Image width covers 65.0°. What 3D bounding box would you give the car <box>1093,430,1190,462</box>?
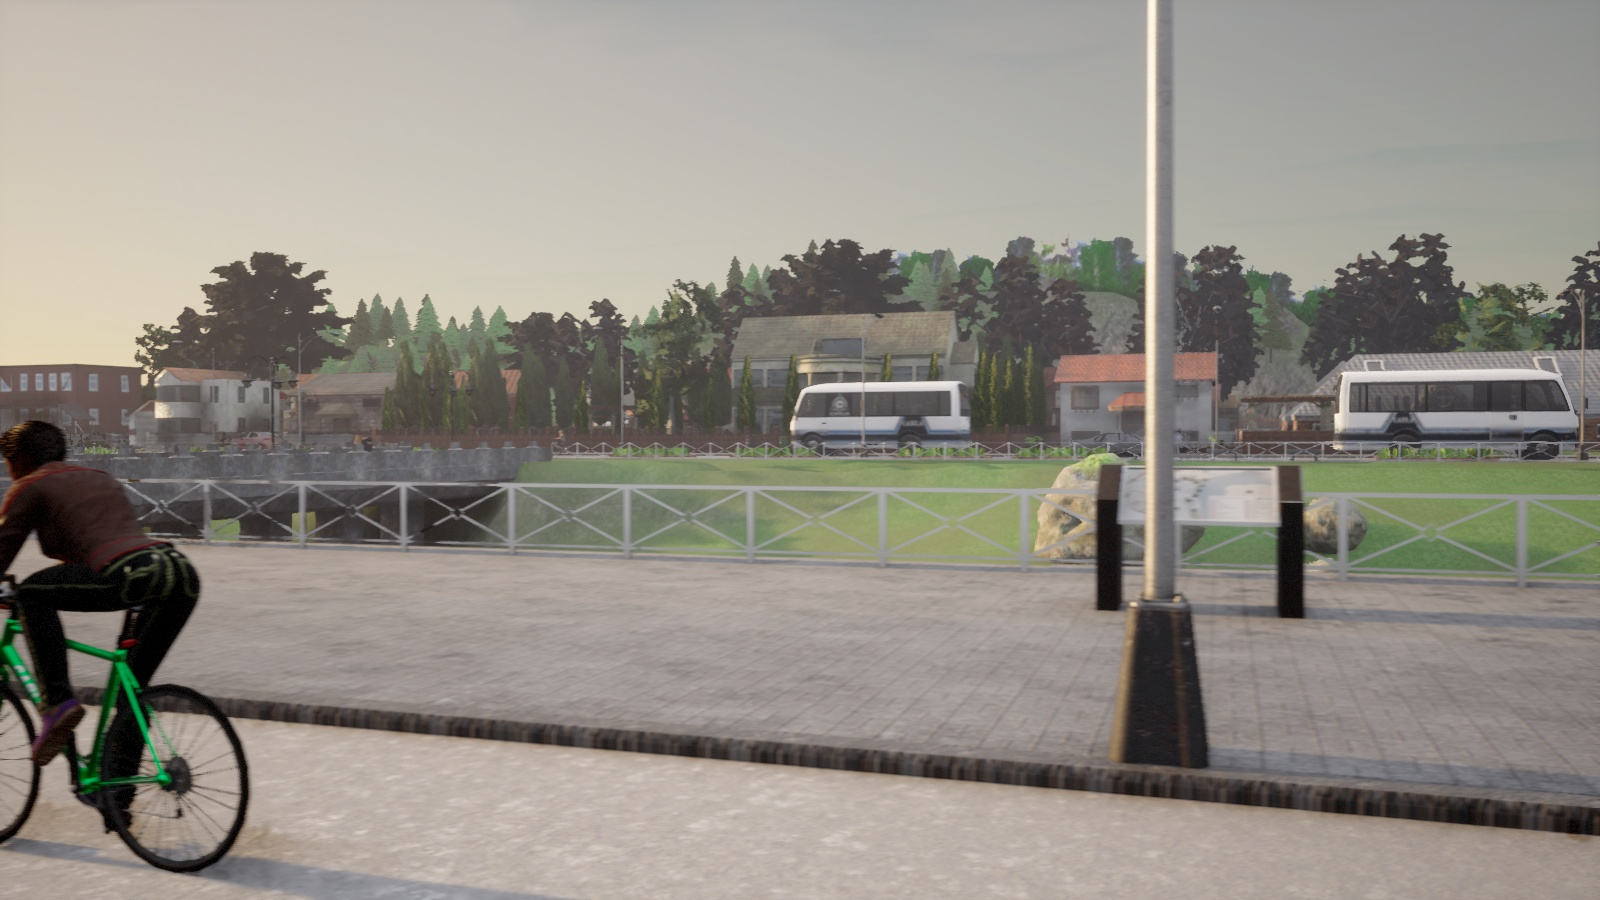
[{"bbox_3d":[18.188,-0.246,66.878,4.856,1.649,2.033,1,1,19],"label":"car"}]

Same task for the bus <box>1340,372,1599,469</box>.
[{"bbox_3d":[30.857,-1.369,58.372,10.273,4.253,3.944,1,1,19],"label":"bus"}]

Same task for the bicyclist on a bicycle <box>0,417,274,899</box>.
[{"bbox_3d":[-2.847,0.694,4.676,1.656,1.620,0.582,0,1,19],"label":"bicyclist on a bicycle"}]

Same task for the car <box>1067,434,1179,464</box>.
[{"bbox_3d":[16.286,-0.078,63.299,5.357,1.411,2.033,1,1,19],"label":"car"}]

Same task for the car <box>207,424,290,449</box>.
[{"bbox_3d":[-37.613,-0.908,85.663,5.027,1.651,2.152,1,1,19],"label":"car"}]

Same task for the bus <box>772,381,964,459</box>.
[{"bbox_3d":[3.889,-1.683,71.673,10.273,4.253,3.944,1,1,19],"label":"bus"}]
